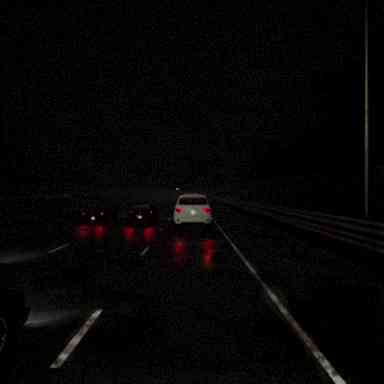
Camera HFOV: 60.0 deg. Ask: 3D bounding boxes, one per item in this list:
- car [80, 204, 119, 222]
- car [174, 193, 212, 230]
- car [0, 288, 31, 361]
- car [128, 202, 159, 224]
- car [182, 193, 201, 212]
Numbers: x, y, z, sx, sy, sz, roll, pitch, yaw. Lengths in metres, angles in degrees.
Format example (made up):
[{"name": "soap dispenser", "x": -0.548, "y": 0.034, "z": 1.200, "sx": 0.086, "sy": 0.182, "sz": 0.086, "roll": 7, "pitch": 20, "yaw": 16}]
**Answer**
[{"name": "car", "x": -6.987, "y": 1.560, "z": 25.671, "sx": 1.895, "sy": 1.301, "sz": 4.718, "roll": 0, "pitch": 0, "yaw": 0}, {"name": "car", "x": 0.038, "y": 1.187, "z": 20.779, "sx": 2.150, "sy": 2.045, "sz": 5.566, "roll": 0, "pitch": 0, "yaw": 0}, {"name": "car", "x": -3.404, "y": 1.546, "z": 2.630, "sx": 2.033, "sy": 1.411, "sz": 5.357, "roll": 0, "pitch": 0, "yaw": 0}, {"name": "car", "x": -3.481, "y": 1.488, "z": 24.443, "sx": 1.812, "sy": 1.442, "sz": 4.674, "roll": 0, "pitch": 0, "yaw": 0}, {"name": "car", "x": -0.063, "y": 1.141, "z": 39.851, "sx": 2.150, "sy": 2.045, "sz": 5.566, "roll": 0, "pitch": 0, "yaw": 0}]
